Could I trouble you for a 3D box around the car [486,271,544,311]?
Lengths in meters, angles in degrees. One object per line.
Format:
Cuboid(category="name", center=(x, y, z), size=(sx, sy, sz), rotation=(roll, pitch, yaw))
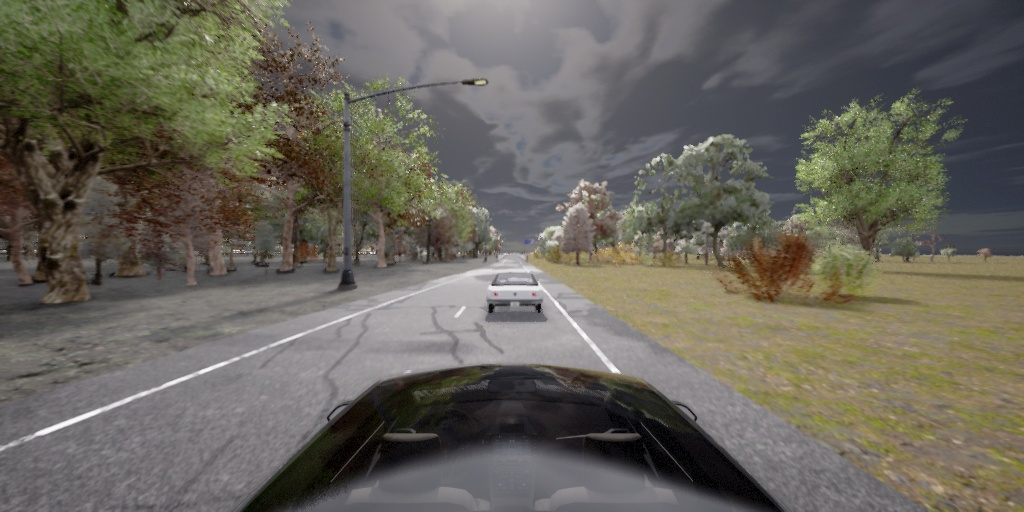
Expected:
Cuboid(category="car", center=(0.097, 1.230, 13.626), size=(1.895, 1.301, 4.718), rotation=(0, 1, 0))
